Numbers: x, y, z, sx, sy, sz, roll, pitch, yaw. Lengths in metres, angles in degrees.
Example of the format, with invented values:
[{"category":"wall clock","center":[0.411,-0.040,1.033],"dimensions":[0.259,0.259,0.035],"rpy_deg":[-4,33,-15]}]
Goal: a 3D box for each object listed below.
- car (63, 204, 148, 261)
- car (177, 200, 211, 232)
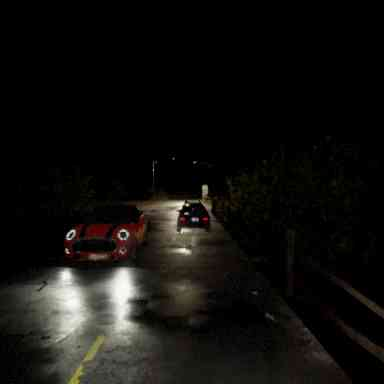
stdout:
[{"category":"car","center":[-2.846,1.273,11.866],"dimensions":[2.097,1.767,4.553],"rpy_deg":[0,0,0]},{"category":"car","center":[0.098,1.420,19.166],"dimensions":[2.033,1.411,5.357],"rpy_deg":[0,0,0]}]
